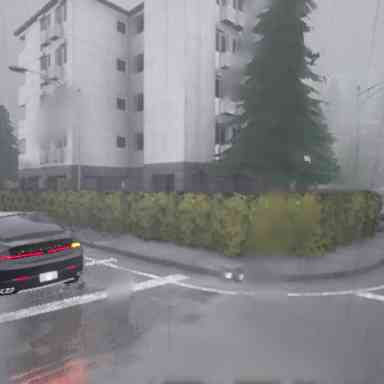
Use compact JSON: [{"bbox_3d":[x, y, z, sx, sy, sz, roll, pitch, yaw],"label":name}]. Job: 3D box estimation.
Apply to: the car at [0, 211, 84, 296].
[{"bbox_3d":[-4.172,1.204,7.533,1.837,1.490,4.892,-5,4,-44],"label":"car"}]
